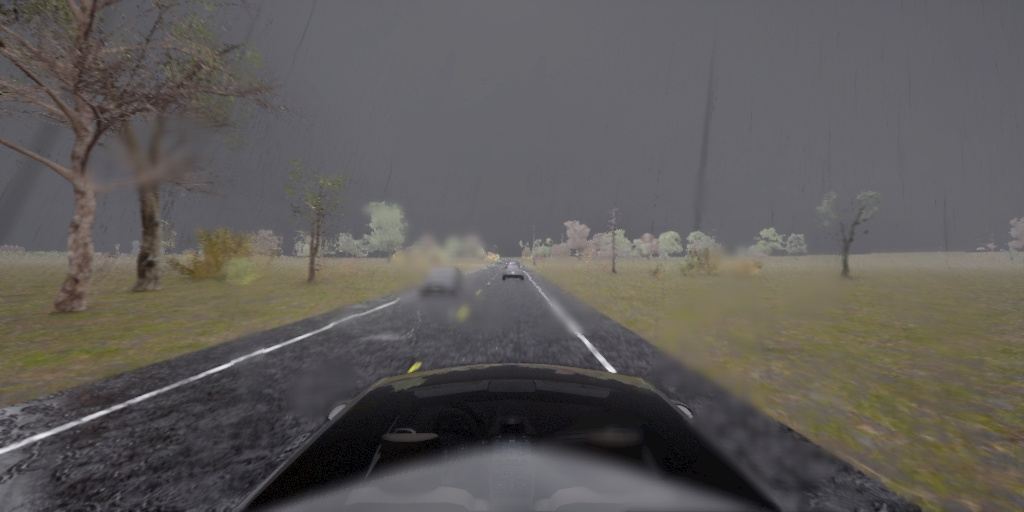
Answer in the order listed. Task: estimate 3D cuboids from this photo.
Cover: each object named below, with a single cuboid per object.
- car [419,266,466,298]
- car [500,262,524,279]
[{"bbox_3d":[-3.597,1.331,19.350,1.837,1.490,4.892,0,0,0],"label":"car"},{"bbox_3d":[0.091,1.447,33.804,1.994,1.385,4.181,0,0,0],"label":"car"}]
